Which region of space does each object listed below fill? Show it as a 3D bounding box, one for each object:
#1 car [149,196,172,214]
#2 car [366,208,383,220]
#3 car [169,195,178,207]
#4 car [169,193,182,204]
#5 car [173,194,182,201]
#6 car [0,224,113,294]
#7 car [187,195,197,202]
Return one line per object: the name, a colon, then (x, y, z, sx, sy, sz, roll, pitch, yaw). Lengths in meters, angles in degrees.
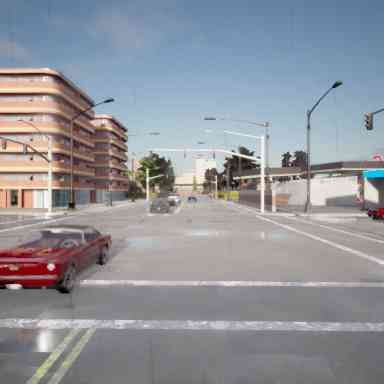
car: (-3.442, 1.503, 35.503, 1.837, 1.490, 4.892, 0, 0, -2)
car: (16.543, 1.601, 26.403, 4.718, 1.301, 1.895, 0, 0, 1)
car: (-3.579, 1.601, 51.972, 1.895, 1.301, 4.718, 0, 0, 0)
car: (-3.517, 1.220, 65.098, 2.150, 2.045, 5.566, 0, 0, 1)
car: (-3.475, 1.340, 80.314, 2.097, 1.767, 4.553, 0, 0, 0)
car: (-3.593, 1.597, 8.918, 1.895, 1.301, 4.718, 0, 0, 0)
car: (0.022, 1.339, 70.785, 1.812, 1.442, 4.674, 0, 0, 0)
